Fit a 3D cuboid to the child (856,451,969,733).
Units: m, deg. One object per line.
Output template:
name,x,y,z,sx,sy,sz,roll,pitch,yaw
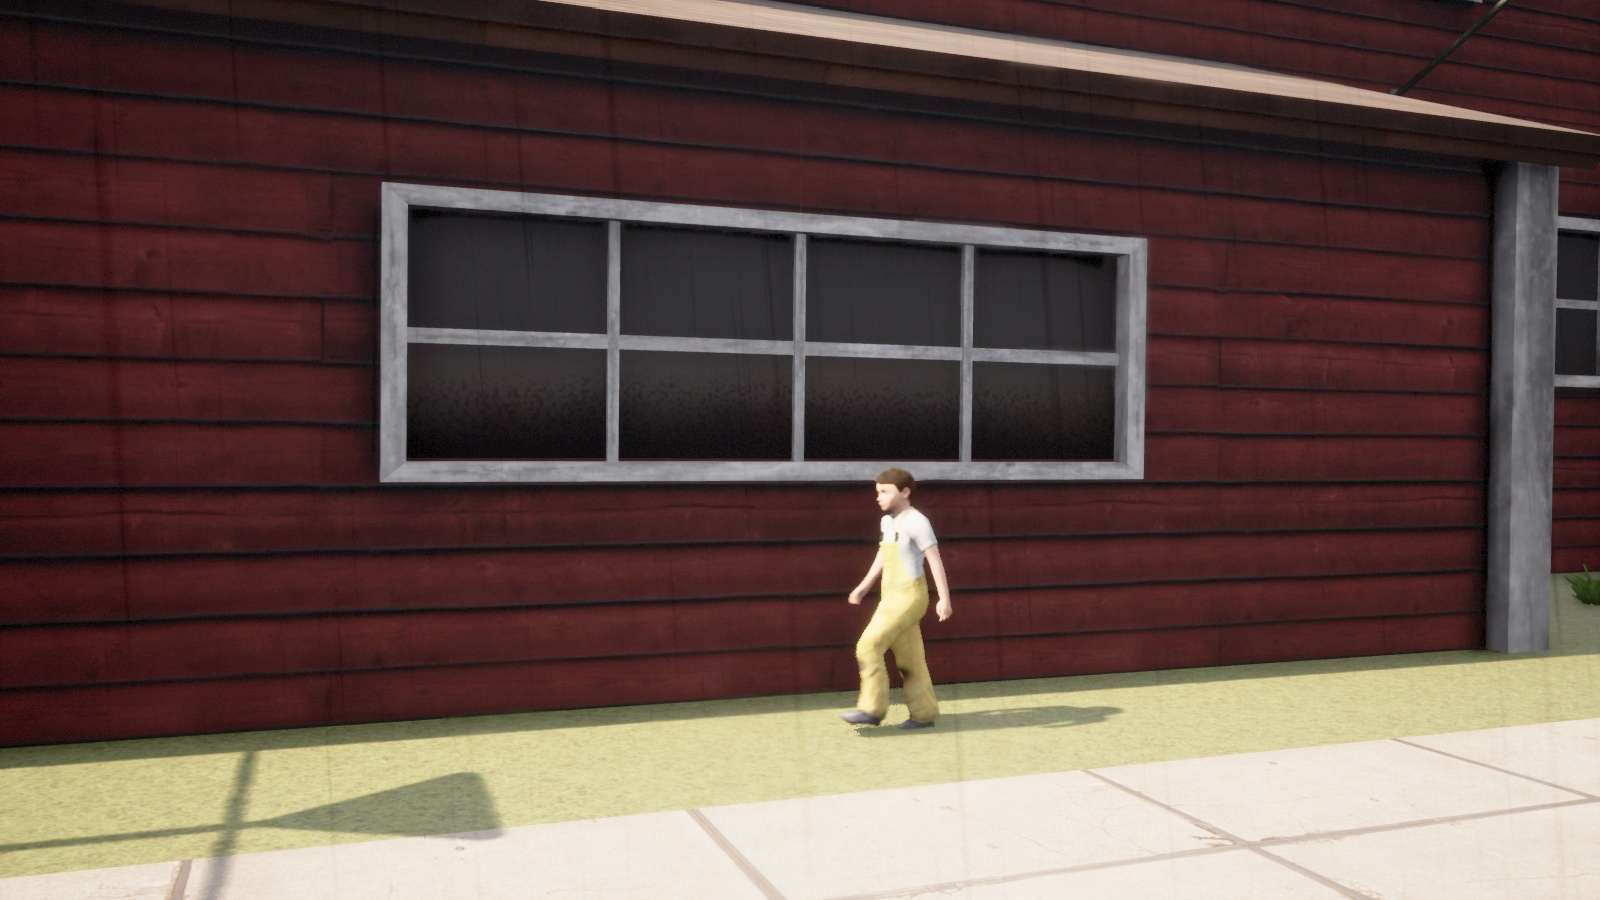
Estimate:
child,0.523,0.639,5.843,0.437,1.263,0.270,-1,1,-20
